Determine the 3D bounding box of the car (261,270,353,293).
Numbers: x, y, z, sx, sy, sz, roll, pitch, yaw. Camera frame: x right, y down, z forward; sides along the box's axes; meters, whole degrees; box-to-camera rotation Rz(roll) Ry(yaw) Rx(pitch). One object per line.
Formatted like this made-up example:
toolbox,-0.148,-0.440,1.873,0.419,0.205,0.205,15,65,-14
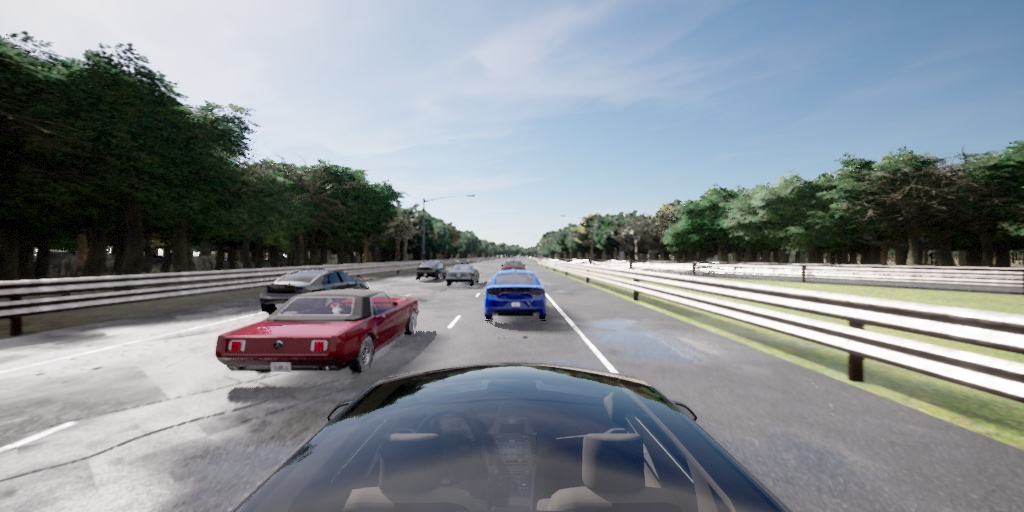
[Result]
car,-6.889,1.242,13.087,1.837,1.490,4.892,1,0,0

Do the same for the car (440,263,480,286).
car,-3.388,1.292,25.406,2.033,1.411,5.357,0,0,0

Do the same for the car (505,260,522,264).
car,0.116,1.101,30.608,2.097,1.767,4.553,0,0,0

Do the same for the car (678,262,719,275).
car,22.337,1.434,43.217,1.837,1.490,4.892,0,0,-20

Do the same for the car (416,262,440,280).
car,-6.879,1.246,30.900,1.837,1.490,4.892,1,0,0

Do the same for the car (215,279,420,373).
car,-3.390,1.346,7.501,1.895,1.301,4.718,0,0,0

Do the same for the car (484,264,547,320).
car,0.106,1.221,12.586,1.882,1.535,5.008,0,0,0
